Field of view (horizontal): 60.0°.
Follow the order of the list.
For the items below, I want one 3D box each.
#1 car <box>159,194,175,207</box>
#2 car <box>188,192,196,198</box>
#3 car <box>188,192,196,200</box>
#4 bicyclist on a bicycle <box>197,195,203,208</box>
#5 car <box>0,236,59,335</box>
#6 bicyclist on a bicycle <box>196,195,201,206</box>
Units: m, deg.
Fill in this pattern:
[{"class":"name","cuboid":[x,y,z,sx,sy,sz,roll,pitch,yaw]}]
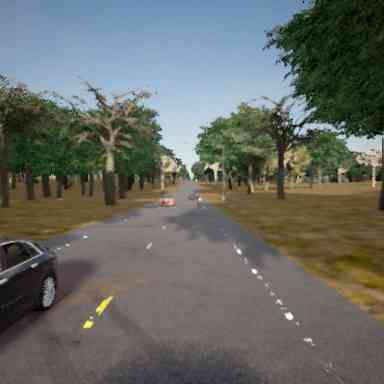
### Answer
[{"class":"car","cuboid":[-3.567,1.146,47.933,2.097,1.767,4.553,0,1,0]},{"class":"car","cuboid":[0.008,0.707,81.368,1.837,1.490,4.892,0,1,0]},{"class":"car","cuboid":[0.007,0.932,70.952,2.128,1.511,4.902,0,1,0]},{"class":"bicyclist on a bicycle","cuboid":[0.981,1.311,40.482,0.866,1.612,1.509,0,0,0]},{"class":"car","cuboid":[-3.599,1.499,4.866,1.837,1.490,4.892,0,0,0]},{"class":"bicyclist on a bicycle","cuboid":[0.968,1.230,49.280,0.582,1.620,1.656,0,0,0]}]
